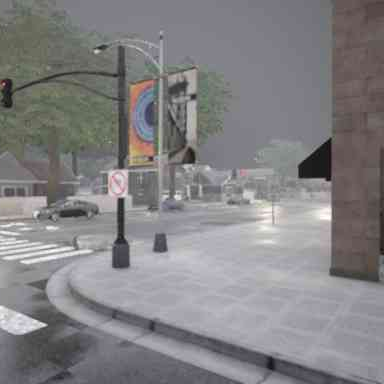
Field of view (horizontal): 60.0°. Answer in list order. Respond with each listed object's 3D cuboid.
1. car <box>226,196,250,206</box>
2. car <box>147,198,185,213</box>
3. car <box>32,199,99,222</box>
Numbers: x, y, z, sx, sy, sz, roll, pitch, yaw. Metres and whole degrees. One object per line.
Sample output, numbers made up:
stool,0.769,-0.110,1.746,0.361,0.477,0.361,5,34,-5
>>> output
car,6.481,1.222,46.257,1.994,1.385,4.181,0,0,36
car,-2.574,1.305,33.499,1.994,1.385,4.181,0,1,36
car,-9.085,1.296,24.294,2.128,1.511,4.902,0,1,35
